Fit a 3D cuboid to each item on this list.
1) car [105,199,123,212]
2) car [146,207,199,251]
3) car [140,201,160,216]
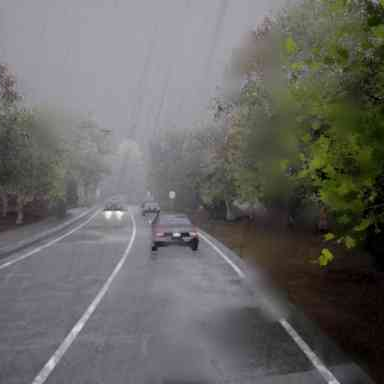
[{"bbox_3d":[-9.251,1.578,39.644,1.994,1.385,4.181,1,0,-12],"label":"car"},{"bbox_3d":[-0.864,1.584,14.401,2.033,1.411,5.357,0,0,-7],"label":"car"},{"bbox_3d":[-4.269,1.613,33.924,2.033,1.411,5.357,1,0,-12],"label":"car"}]
